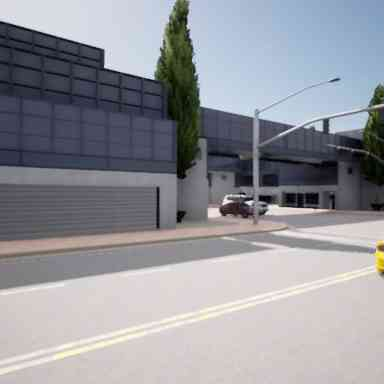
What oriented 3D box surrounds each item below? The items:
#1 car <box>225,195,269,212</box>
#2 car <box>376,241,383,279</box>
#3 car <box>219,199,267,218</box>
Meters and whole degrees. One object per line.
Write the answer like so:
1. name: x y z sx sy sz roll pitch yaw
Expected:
1. car: 5.663 1.374 35.880 2.150 2.045 5.566 0 0 -37
2. car: 6.756 1.540 8.707 5.008 1.535 1.882 1 0 -36
3. car: 4.486 1.658 31.615 1.812 1.442 4.674 0 0 -37
